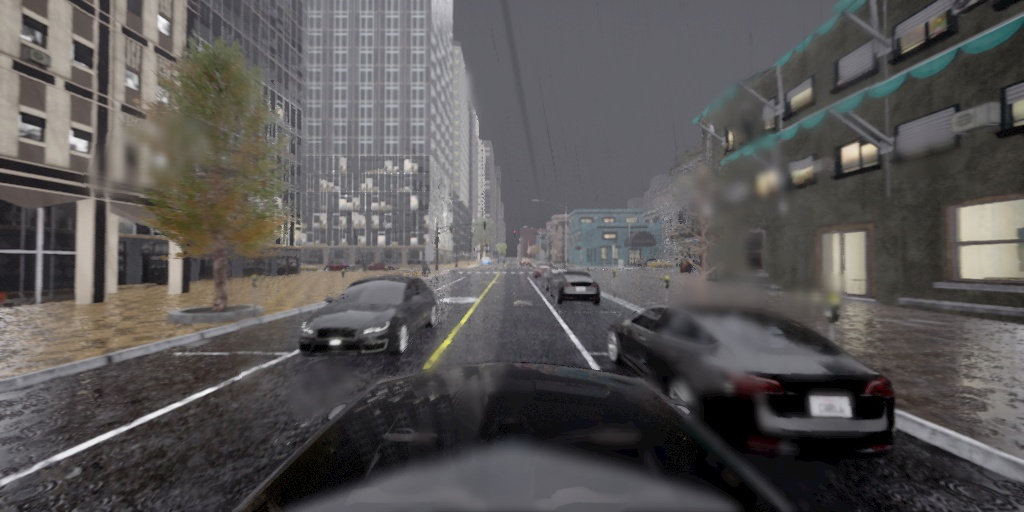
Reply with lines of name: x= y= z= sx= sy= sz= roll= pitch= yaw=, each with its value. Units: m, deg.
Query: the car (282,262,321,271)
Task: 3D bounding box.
car: x=-28.598 y=1.493 z=48.745 sx=4.829 sy=1.417 sz=1.751 roll=0 pitch=0 yaw=1

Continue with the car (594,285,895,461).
car: x=2.693 y=1.318 z=5.116 sx=1.948 sy=1.339 sz=4.313 roll=0 pitch=0 yaw=0

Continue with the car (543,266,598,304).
car: x=2.697 y=1.326 z=16.071 sx=1.948 sy=1.339 sz=4.313 roll=0 pitch=0 yaw=0

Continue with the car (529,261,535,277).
car: x=2.827 y=1.353 z=32.502 sx=1.802 sy=1.307 sz=4.207 roll=0 pitch=0 yaw=0

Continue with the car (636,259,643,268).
car: x=20.265 y=1.024 z=50.960 sx=4.892 sy=1.490 sz=1.837 roll=0 pitch=-1 yaw=1

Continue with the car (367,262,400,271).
car: x=-17.401 y=1.440 z=48.633 sx=4.207 sy=1.307 sz=1.802 roll=0 pitch=0 yaw=1

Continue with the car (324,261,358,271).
car: x=-23.085 y=1.353 z=48.689 sx=4.097 sy=1.591 sz=1.967 roll=0 pitch=0 yaw=1

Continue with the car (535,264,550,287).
car: x=2.699 y=1.314 z=21.549 sx=2.007 sy=1.370 sz=4.403 roll=0 pitch=0 yaw=0

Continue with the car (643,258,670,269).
car: x=20.707 y=1.018 z=48.253 sx=4.829 sy=1.417 sz=1.751 roll=0 pitch=0 yaw=1

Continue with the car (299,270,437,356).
car: x=-3.097 y=1.260 z=8.713 sx=1.837 sy=1.490 sz=4.892 roll=0 pitch=0 yaw=0
